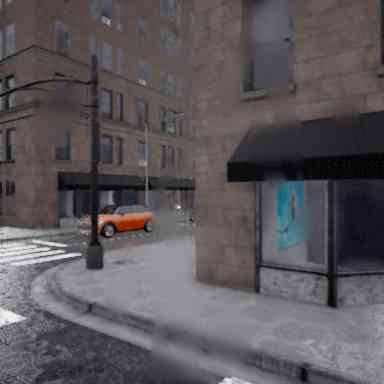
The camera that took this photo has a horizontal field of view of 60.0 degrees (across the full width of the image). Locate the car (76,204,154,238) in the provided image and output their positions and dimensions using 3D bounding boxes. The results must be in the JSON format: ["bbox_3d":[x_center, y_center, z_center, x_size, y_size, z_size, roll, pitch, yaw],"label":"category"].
[{"bbox_3d":[-4.272,1.498,18.916,2.097,1.767,4.553,0,0,36],"label":"car"}]

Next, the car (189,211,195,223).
[{"bbox_3d":[1.538,1.769,27.037,1.994,1.385,4.181,0,0,35],"label":"car"}]
